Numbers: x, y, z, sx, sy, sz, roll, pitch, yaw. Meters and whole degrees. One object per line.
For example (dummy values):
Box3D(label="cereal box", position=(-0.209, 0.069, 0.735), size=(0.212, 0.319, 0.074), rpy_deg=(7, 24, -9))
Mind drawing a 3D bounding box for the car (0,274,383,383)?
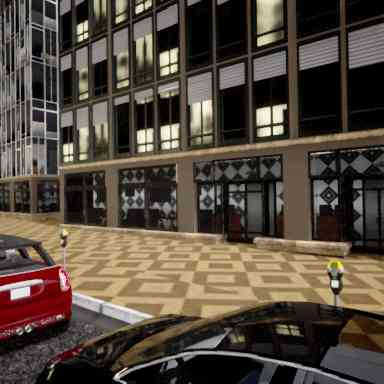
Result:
Box3D(label="car", position=(0.627, 1.566, 2.465), size=(4.313, 1.339, 1.947), rpy_deg=(0, -1, 36))

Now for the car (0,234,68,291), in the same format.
Box3D(label="car", position=(-3.948, 1.441, 5.844), size=(4.097, 1.590, 1.967), rpy_deg=(0, -1, 37))
